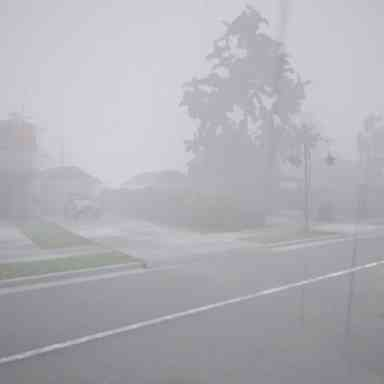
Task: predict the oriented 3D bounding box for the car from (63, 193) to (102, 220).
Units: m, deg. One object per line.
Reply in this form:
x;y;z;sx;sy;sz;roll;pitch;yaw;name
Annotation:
-7.953;1.008;23.941;1.905;1.878;3.866;0;0;-35;car
